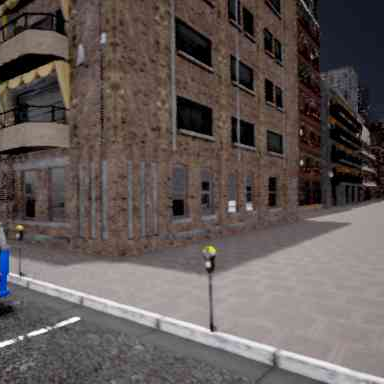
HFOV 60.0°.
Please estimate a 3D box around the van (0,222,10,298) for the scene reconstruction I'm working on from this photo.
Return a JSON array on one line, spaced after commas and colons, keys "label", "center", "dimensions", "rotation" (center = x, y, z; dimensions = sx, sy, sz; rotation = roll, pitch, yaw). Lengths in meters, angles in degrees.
[{"label": "van", "center": [-5.326, 1.334, 6.693], "dimensions": [3.998, 1.788, 1.690], "rotation": [0, -1, 36]}]
